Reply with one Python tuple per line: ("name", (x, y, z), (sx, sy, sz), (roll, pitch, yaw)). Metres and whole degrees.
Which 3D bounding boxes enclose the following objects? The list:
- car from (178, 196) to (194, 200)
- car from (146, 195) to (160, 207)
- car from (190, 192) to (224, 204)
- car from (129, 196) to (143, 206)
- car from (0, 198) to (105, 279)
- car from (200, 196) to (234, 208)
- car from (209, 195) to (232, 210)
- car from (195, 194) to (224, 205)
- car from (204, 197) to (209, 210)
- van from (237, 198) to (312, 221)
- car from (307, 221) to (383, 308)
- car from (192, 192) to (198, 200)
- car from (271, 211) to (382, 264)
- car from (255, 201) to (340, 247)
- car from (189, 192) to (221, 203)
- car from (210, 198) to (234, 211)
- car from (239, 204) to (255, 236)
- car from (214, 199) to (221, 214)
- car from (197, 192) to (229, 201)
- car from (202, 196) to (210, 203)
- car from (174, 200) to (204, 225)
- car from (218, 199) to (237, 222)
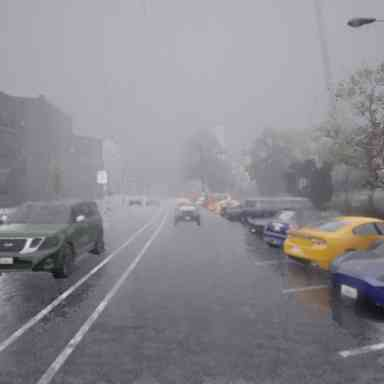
("car", (-1.127, 1.599, 41.198), (1.882, 1.535, 5.008), (0, 0, -3))
("car", (-6.250, 1.362, 53.453), (2.097, 1.767, 4.553), (0, 1, -4))
("car", (2.757, 1.105, 60.642), (5.566, 2.045, 2.435), (0, 2, -25))
("car", (-9.091, 1.479, 53.988), (1.882, 1.535, 5.008), (0, 1, -4))
("car", (-4.354, 1.249, 10.490), (2.150, 2.045, 5.566), (0, 0, -1))
("car", (3.641, 1.433, 48.792), (4.553, 1.767, 2.185), (0, 0, -24))
("car", (4.537, 1.465, 33.968), (4.553, 1.767, 2.185), (1, 0, -23))
("car", (3.048, 1.294, 57.714), (4.553, 1.767, 2.185), (0, 2, -25))
("car", (4.358, 1.601, 36.929), (5.008, 1.535, 2.097), (1, 0, -23))
("van", (5.164, 1.310, 19.165), (4.442, 1.987, 1.878), (1, -1, -22))
("car", (5.248, 1.529, 7.222), (4.792, 1.488, 2.163), (1, 0, -21))
("car", (3.442, 1.271, 51.753), (5.566, 2.045, 2.435), (0, 1, -24))
("car", (5.233, 1.506, 10.205), (5.008, 1.535, 2.097), (1, 0, -21))
("car", (5.158, 1.389, 13.169), (4.553, 1.767, 2.185), (1, 0, -21))
("car", (2.554, 1.042, 63.637), (5.566, 2.045, 2.435), (0, 1, -25))
("car", (4.811, 1.579, 31.065), (5.366, 1.575, 1.946), (1, -1, -23))
("car", (5.135, 1.524, 16.142), (5.008, 1.535, 2.097), (1, 0, -21))
("car", (4.753, 1.567, 28.026), (5.008, 1.535, 2.097), (1, -1, -22))
("car", (4.067, 1.349, 42.882), (5.566, 2.045, 2.435), (1, 0, -24))
("car", (4.216, 1.607, 39.895), (4.892, 1.521, 2.231), (1, 0, -23))
("car", (-0.370, 1.598, 24.598), (1.812, 1.442, 4.674), (0, 0, -2))
("car", (4.878, 1.556, 25.050), (5.008, 1.535, 2.097), (1, 0, -22))
